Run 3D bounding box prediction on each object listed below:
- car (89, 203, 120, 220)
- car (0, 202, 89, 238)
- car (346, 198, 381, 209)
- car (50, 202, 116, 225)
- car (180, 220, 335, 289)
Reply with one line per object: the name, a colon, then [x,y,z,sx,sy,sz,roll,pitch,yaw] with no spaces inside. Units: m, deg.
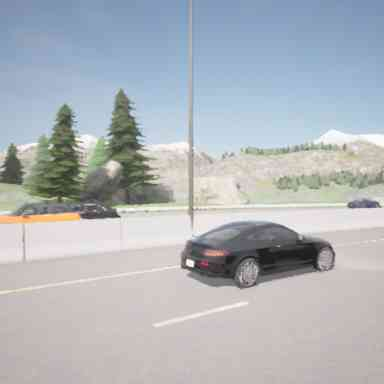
car: [-6.881,1.442,20.263,4.892,1.490,1.837,0,0,-32]
car: [-7.543,1.301,15.608,4.553,1.767,2.097,0,0,-34]
car: [21.814,1.471,42.320,4.181,1.385,1.994,0,0,-20]
car: [-7.774,1.491,23.822,4.181,1.385,1.994,0,0,-32]
car: [1.891,1.502,9.057,4.674,1.442,1.812,0,0,-33]
